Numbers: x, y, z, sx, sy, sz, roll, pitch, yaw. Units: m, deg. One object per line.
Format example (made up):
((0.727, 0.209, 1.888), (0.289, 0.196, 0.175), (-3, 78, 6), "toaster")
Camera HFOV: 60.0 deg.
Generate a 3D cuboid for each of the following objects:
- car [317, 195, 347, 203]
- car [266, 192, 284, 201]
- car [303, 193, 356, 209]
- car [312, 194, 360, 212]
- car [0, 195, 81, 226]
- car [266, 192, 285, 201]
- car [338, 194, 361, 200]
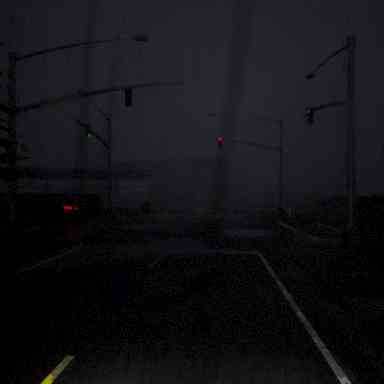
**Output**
((24.959, 1.222, 59.560), (4.514, 1.523, 2.007), (0, 0, 4), "car")
((18.099, 1.271, 72.502), (3.806, 1.475, 1.970), (0, 0, 4), "car")
((15.702, 1.282, 38.328), (5.027, 1.636, 2.152), (0, 0, 4), "car")
((15.530, 1.295, 35.196), (4.514, 1.523, 2.007), (0, 0, 4), "car")
((-10.457, 1.224, 22.570), (5.566, 2.045, 2.150), (0, 0, 4), "car")
((18.946, 0.983, 75.774), (3.866, 1.878, 1.905), (0, 0, 4), "car")
((37.041, 1.198, 78.141), (4.514, 1.523, 2.007), (0, 0, 4), "car")
